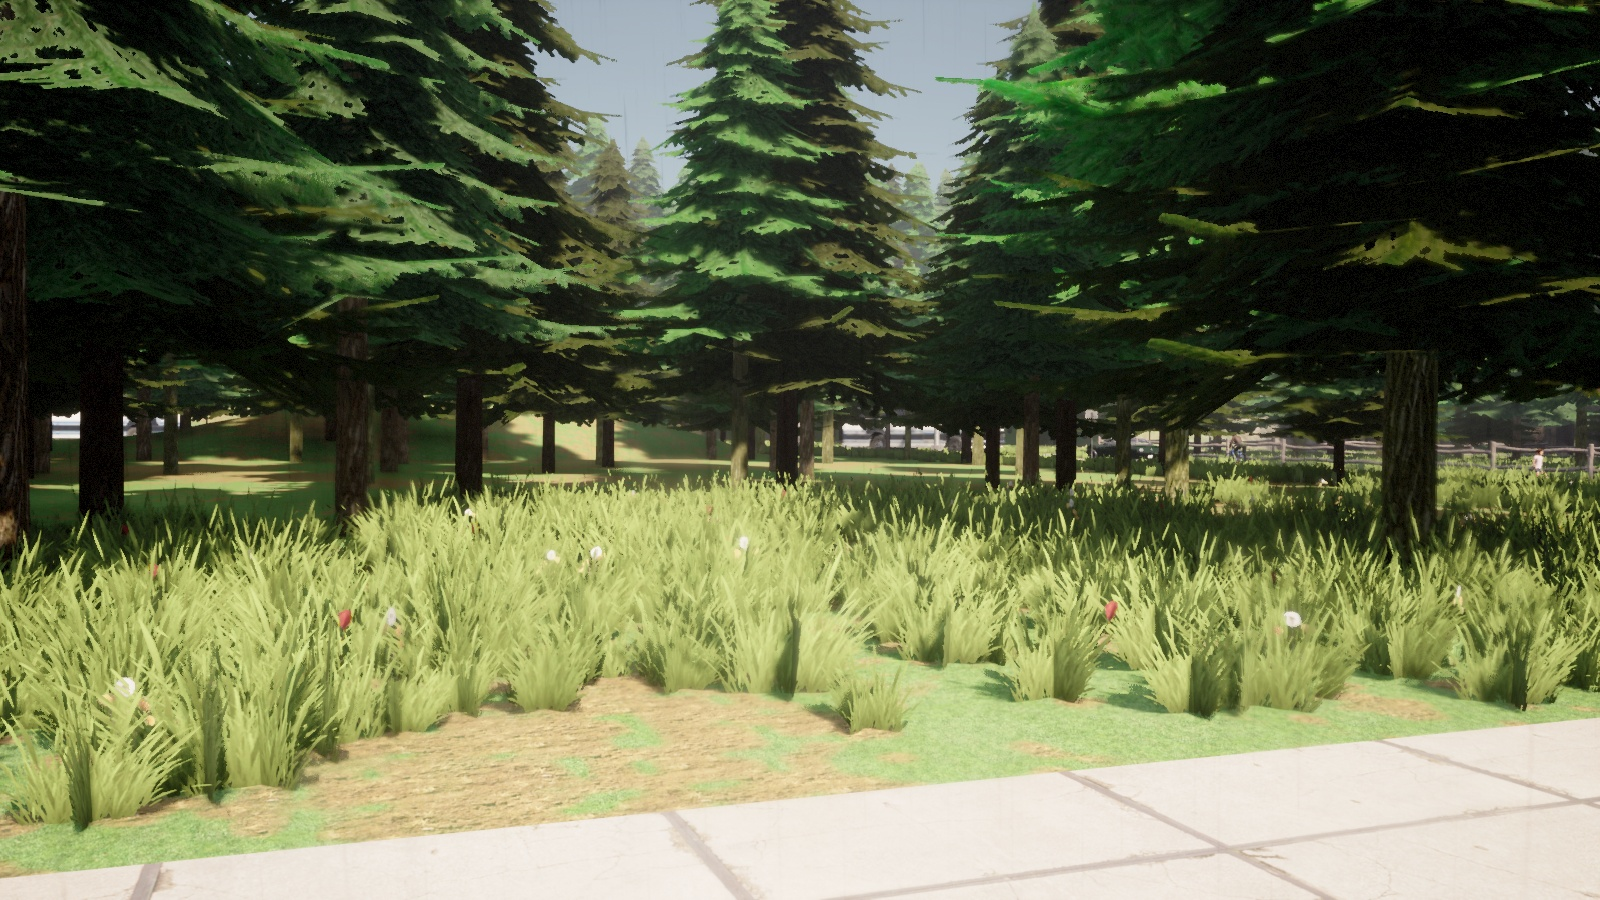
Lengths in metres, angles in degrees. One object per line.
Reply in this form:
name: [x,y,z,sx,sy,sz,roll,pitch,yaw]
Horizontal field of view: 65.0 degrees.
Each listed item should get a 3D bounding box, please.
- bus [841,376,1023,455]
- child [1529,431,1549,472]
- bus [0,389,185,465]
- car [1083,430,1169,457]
bus: [7.601,-1.882,73.678,10.273,4.253,3.944,-1,0,44]
child: [20.069,0.031,34.096,0.255,1.110,0.394,-1,1,-21]
bus: [-42.413,-1.352,74.085,10.273,4.253,3.944,-1,1,-42]
car: [16.733,-0.362,64.693,1.895,1.301,4.718,-1,1,-20]
